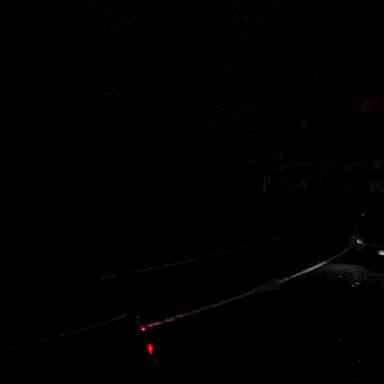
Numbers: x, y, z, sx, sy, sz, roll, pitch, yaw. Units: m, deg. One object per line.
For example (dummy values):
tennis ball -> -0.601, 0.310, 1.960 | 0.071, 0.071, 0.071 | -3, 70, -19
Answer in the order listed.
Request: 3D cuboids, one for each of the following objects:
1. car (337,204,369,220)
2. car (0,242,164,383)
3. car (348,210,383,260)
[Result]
car -> 14.950, 1.820, 30.770 | 2.128, 1.511, 4.902 | 1, -2, 9
car -> -2.541, 1.376, 2.445 | 4.553, 1.767, 2.097 | 0, 0, -37
car -> 7.213, 1.602, 12.169 | 1.812, 1.442, 4.674 | 0, 0, 35
